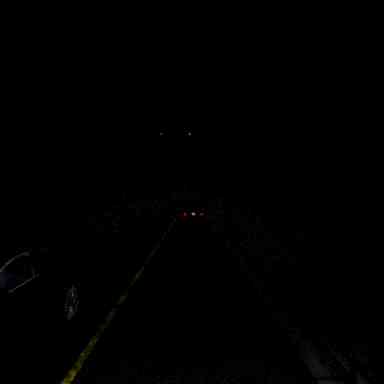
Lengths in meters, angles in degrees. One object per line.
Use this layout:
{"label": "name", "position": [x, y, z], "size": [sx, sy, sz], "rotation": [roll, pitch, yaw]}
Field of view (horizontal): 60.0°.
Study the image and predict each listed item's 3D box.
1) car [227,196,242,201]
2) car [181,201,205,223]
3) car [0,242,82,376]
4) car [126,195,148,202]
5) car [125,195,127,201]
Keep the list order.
{"label": "car", "position": [11.669, 1.814, 92.720], "size": [4.313, 1.339, 1.947], "rotation": [-1, 1, 0]}
{"label": "car", "position": [0.096, 1.719, 27.336], "size": [2.033, 1.411, 5.357], "rotation": [0, 0, 0]}
{"label": "car", "position": [-2.999, 1.523, 4.445], "size": [2.128, 1.511, 4.902], "rotation": [0, 0, 0]}
{"label": "car", "position": [-15.300, 2.124, 92.769], "size": [4.206, 1.307, 1.802], "rotation": [-1, 1, 0]}
{"label": "car", "position": [-20.983, 1.914, 92.774], "size": [5.009, 1.841, 2.192], "rotation": [-1, 1, 0]}
